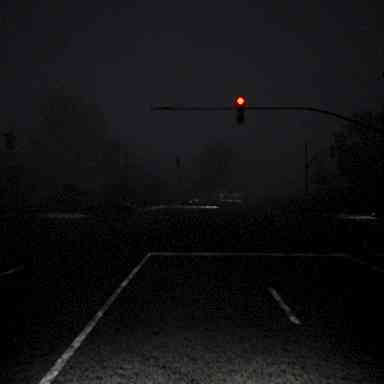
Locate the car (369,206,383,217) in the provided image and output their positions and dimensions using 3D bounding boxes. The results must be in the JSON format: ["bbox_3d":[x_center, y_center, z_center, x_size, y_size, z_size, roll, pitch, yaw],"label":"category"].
[{"bbox_3d":[18.498,1.502,28.940,5.357,1.411,2.033,-1,0,3],"label":"car"}]

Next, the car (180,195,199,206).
[{"bbox_3d":[-0.289,1.319,50.976,1.837,1.490,4.892,0,1,19],"label":"car"}]

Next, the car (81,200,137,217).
[{"bbox_3d":[-7.543,1.476,30.293,5.008,1.535,1.882,0,0,3],"label":"car"}]

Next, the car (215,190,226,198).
[{"bbox_3d":[5.752,0.491,66.067,2.097,1.767,4.553,0,3,25],"label":"car"}]

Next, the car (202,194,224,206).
[{"bbox_3d":[2.955,1.384,49.660,1.994,1.385,4.181,0,1,19],"label":"car"}]

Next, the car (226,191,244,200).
[{"bbox_3d":[8.695,0.690,64.169,1.812,1.442,4.674,0,3,26],"label":"car"}]
